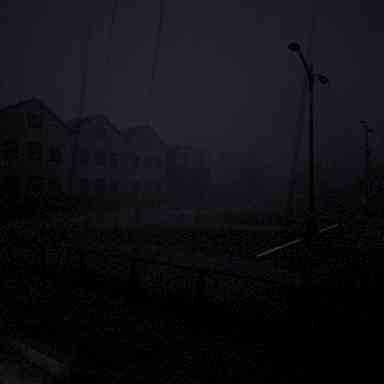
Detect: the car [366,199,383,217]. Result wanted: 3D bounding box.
[{"bbox_3d":[15.375,1.298,26.844,2.007,1.523,4.514,0,0,35],"label":"car"}]
